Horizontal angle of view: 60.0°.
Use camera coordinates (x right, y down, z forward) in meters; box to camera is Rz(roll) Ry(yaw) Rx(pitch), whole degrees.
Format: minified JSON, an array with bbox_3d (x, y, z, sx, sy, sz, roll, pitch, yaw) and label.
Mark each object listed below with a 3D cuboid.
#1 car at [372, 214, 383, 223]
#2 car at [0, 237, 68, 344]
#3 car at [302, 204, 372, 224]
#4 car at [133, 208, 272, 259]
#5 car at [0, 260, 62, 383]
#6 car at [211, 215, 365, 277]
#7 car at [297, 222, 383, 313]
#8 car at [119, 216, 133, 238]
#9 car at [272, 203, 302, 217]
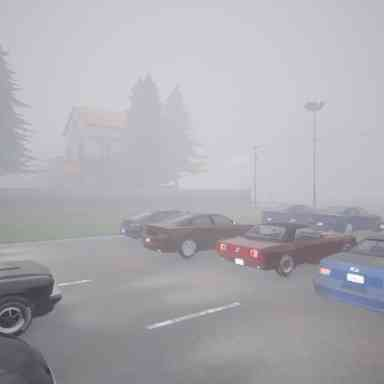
[{"bbox_3d":[10.816,1.601,15.786,4.718,1.301,1.895,0,0,-36],"label":"car"},{"bbox_3d":[-4.527,1.601,4.925,4.718,1.301,1.895,0,0,-35],"label":"car"},{"bbox_3d":[8.593,1.478,18.500,5.008,1.535,1.882,0,0,-36],"label":"car"},{"bbox_3d":[0.523,1.478,12.743,5.008,1.535,1.882,0,0,-35],"label":"car"},{"bbox_3d":[-3.191,1.492,1.484,4.902,1.511,2.128,0,0,-35],"label":"car"},{"bbox_3d":[3.098,1.601,10.279,4.718,1.301,1.895,0,0,-35],"label":"car"},{"bbox_3d":[4.883,1.548,7.239,5.357,1.411,2.033,0,0,-35],"label":"car"},{"bbox_3d":[-1.125,1.526,15.859,4.674,1.442,1.812,0,0,-36],"label":"car"},{"bbox_3d":[6.656,1.478,21.417,5.008,1.535,1.882,0,0,-36],"label":"car"}]
